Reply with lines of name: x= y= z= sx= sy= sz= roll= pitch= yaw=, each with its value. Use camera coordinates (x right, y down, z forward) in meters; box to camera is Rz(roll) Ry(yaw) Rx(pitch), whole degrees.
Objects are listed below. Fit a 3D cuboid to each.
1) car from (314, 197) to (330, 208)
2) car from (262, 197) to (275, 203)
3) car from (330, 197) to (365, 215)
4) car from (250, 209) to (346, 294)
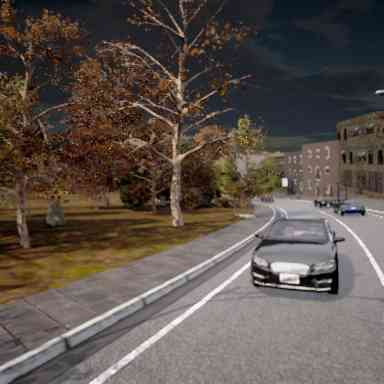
car: x=16.289 y=1.269 z=40.972 sx=1.895 sy=1.301 sz=4.718 roll=-2 pitch=0 yaw=10
car: x=14.887 y=1.366 z=65.289 sx=1.837 sy=1.490 sz=4.892 roll=-3 pitch=-1 yaw=1
car: x=13.772 y=1.287 z=29.316 sx=1.994 sy=1.385 sz=4.181 roll=-2 pitch=0 yaw=14
car: x=2.881 y=1.434 z=8.823 sx=2.128 sy=1.511 sz=4.902 roll=-1 pitch=0 yaw=23
